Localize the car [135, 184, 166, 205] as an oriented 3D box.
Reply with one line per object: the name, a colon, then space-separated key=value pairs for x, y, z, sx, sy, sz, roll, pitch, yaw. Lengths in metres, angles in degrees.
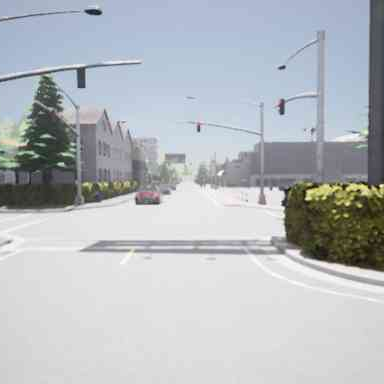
car: x=-3.830 y=0.171 z=29.889 sx=2.097 sy=1.767 sz=4.553 roll=-1 pitch=2 yaw=0

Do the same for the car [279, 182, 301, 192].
car: x=15.022 y=-0.730 z=52.525 sx=2.007 sy=1.523 sz=4.514 roll=-1 pitch=2 yaw=-1

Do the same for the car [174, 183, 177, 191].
car: x=-3.983 y=-0.961 z=63.782 sx=1.882 sy=1.535 sz=5.008 roll=-1 pitch=2 yaw=0

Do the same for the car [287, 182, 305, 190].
car: x=18.613 y=-1.101 z=59.602 sx=1.970 sy=1.475 sz=3.806 roll=-1 pitch=2 yaw=-1

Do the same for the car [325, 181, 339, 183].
car: x=25.025 y=-1.251 z=59.985 sx=2.152 sy=1.636 sz=5.027 roll=-1 pitch=2 yaw=-1

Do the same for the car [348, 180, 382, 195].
car: x=22.063 y=-0.611 z=42.582 sx=1.932 sy=1.855 sz=4.605 roll=-1 pitch=2 yaw=-1

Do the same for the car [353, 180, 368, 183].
car: x=18.856 y=-0.299 z=34.687 sx=1.905 sy=1.878 sz=3.866 roll=-1 pitch=2 yaw=-1

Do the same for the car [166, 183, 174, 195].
car: x=-3.943 y=-0.325 z=46.779 sx=1.837 sy=1.490 sz=4.892 roll=-1 pitch=2 yaw=0
